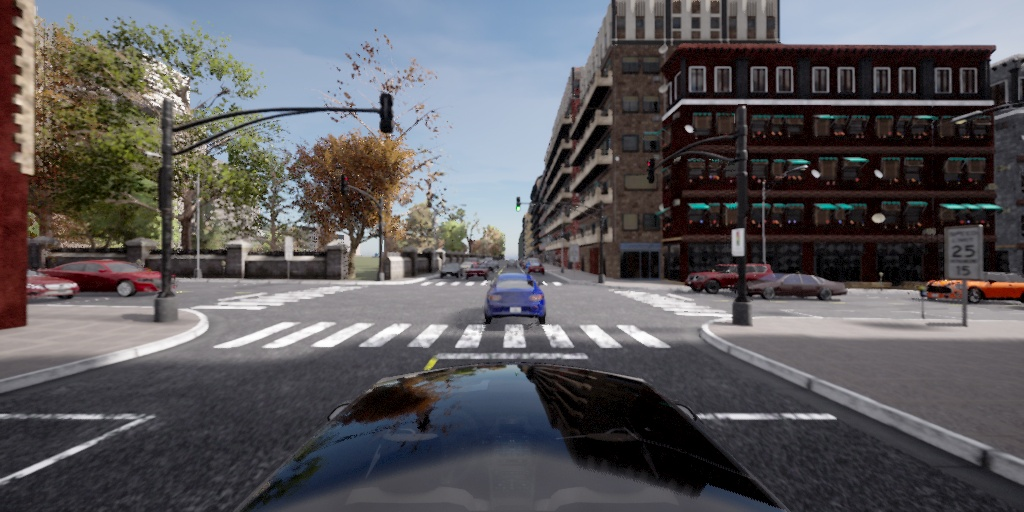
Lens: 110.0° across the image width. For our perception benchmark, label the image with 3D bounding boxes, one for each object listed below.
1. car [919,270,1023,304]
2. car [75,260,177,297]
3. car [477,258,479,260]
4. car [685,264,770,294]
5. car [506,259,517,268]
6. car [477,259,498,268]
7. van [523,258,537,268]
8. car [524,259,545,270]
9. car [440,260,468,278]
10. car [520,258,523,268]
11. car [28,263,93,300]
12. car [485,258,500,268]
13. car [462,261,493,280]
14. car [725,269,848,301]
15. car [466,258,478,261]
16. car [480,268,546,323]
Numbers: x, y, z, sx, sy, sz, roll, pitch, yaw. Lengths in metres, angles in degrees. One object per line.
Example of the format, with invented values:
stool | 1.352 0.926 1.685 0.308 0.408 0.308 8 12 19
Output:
car | 25.402 1.624 19.641 4.553 1.767 2.097 1 0 -1
car | -17.936 0.951 16.016 5.008 1.535 1.882 1 0 -1
car | -5.707 1.165 51.338 2.192 1.841 5.009 0 0 0
car | 13.443 1.381 22.112 5.009 1.841 2.192 0 0 -1
car | -0.021 1.376 63.133 2.128 1.511 4.902 0 0 0
car | -3.086 1.435 44.959 1.895 1.301 4.718 0 0 0
van | 2.676 1.176 45.711 1.690 1.789 3.998 0 0 0
car | 2.678 1.367 40.080 1.888 1.381 4.507 0 0 0
car | -5.701 1.375 34.447 1.948 1.339 4.313 0 0 0
car | 2.672 1.306 56.971 1.967 1.591 4.097 0 0 0
car | -18.966 1.023 13.412 4.207 1.307 1.802 0 0 -1
car | -3.054 1.364 59.056 2.128 1.511 4.902 0 0 0
car | -3.104 1.407 32.750 1.895 1.301 4.718 0 0 0
car | 15.011 1.629 19.540 5.357 1.411 2.033 1 0 -1
car | -5.704 1.361 45.538 1.751 1.417 4.829 0 0 0
car | 0.096 1.292 12.029 1.812 1.442 4.674 0 0 0
